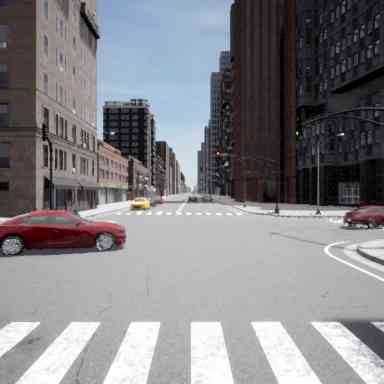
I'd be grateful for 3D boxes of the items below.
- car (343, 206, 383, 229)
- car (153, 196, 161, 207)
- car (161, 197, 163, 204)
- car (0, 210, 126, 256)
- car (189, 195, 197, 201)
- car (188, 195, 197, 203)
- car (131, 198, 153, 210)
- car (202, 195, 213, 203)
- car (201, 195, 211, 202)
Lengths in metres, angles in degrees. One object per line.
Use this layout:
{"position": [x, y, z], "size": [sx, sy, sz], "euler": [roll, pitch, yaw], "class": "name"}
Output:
{"position": [12.362, 1.672, 22.275], "size": [4.674, 1.442, 1.812], "euler": [1, -1, -18], "class": "car"}
{"position": [-6.490, 1.574, 51.446], "size": [1.994, 1.385, 4.181], "euler": [0, 0, 1], "class": "car"}
{"position": [-6.450, 1.488, 61.867], "size": [1.882, 1.535, 5.008], "euler": [0, 0, 0], "class": "car"}
{"position": [-5.079, 1.457, 12.733], "size": [5.008, 1.535, 1.882], "euler": [1, 0, -19], "class": "car"}
{"position": [0.148, 1.453, 81.389], "size": [1.882, 1.535, 5.008], "euler": [0, 0, 0], "class": "car"}
{"position": [0.129, 1.485, 70.970], "size": [1.882, 1.535, 5.008], "euler": [0, 0, 0], "class": "car"}
{"position": [-6.521, 1.486, 42.196], "size": [1.882, 1.535, 5.008], "euler": [0, 0, 0], "class": "car"}
{"position": [3.379, 1.532, 70.964], "size": [2.128, 1.511, 4.902], "euler": [0, 0, 0], "class": "car"}
{"position": [3.398, 1.500, 81.384], "size": [2.128, 1.511, 4.902], "euler": [0, 0, 0], "class": "car"}
